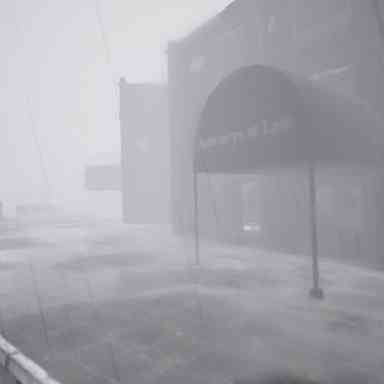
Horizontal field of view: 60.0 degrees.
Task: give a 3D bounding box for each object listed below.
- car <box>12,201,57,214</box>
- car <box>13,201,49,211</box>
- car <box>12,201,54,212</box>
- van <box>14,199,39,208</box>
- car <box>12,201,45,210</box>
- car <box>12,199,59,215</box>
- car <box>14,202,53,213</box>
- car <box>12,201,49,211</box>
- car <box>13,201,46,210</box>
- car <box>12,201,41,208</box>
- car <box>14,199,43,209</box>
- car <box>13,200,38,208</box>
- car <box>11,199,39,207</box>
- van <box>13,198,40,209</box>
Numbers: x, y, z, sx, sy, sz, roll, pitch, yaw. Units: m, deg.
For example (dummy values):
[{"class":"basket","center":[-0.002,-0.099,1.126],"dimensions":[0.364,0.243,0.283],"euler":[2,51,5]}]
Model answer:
[{"class":"car","center":[-21.143,2.028,44.788],"dimensions":[2.231,1.521,4.892],"euler":[-1,-1,42]},{"class":"car","center":[-25.324,2.243,52.531],"dimensions":[2.002,1.452,4.674],"euler":[-1,-1,42]},{"class":"car","center":[-23.816,2.143,50.091],"dimensions":[1.946,1.575,5.366],"euler":[-2,-2,42]},{"class":"van","center":[-36.392,2.460,73.279],"dimensions":[1.878,1.987,4.442],"euler":[-2,-2,42]},{"class":"car","center":[-29.498,2.379,60.280],"dimensions":[2.231,1.521,4.892],"euler":[-1,-1,42]},{"class":"car","center":[-18.370,1.912,39.624],"dimensions":[2.231,1.521,4.892],"euler":[-2,-2,42]},{"class":"car","center":[-22.539,2.126,47.367],"dimensions":[2.002,1.452,4.674],"euler":[-1,-1,42]},{"class":"car","center":[-26.708,2.262,55.114],"dimensions":[2.231,1.521,4.892],"euler":[-1,-1,42]},{"class":"car","center":[-28.129,2.349,57.671],"dimensions":[2.163,1.488,4.792],"euler":[-1,-1,42]},{"class":"car","center":[-35.078,2.621,70.601],"dimensions":[2.097,1.535,5.008],"euler":[-2,-2,42]},{"class":"car","center":[-30.873,2.312,62.882],"dimensions":[2.185,1.767,4.553],"euler":[-1,-1,42]},{"class":"car","center":[-37.879,2.623,75.748],"dimensions":[2.185,1.767,4.553],"euler":[-2,-2,42]},{"class":"car","center":[-40.625,2.633,80.958],"dimensions":[2.435,2.045,5.566],"euler":[-2,-2,42]},{"class":"van","center":[-33.755,2.331,67.937],"dimensions":[1.878,1.987,4.442],"euler":[-1,-1,42]}]
